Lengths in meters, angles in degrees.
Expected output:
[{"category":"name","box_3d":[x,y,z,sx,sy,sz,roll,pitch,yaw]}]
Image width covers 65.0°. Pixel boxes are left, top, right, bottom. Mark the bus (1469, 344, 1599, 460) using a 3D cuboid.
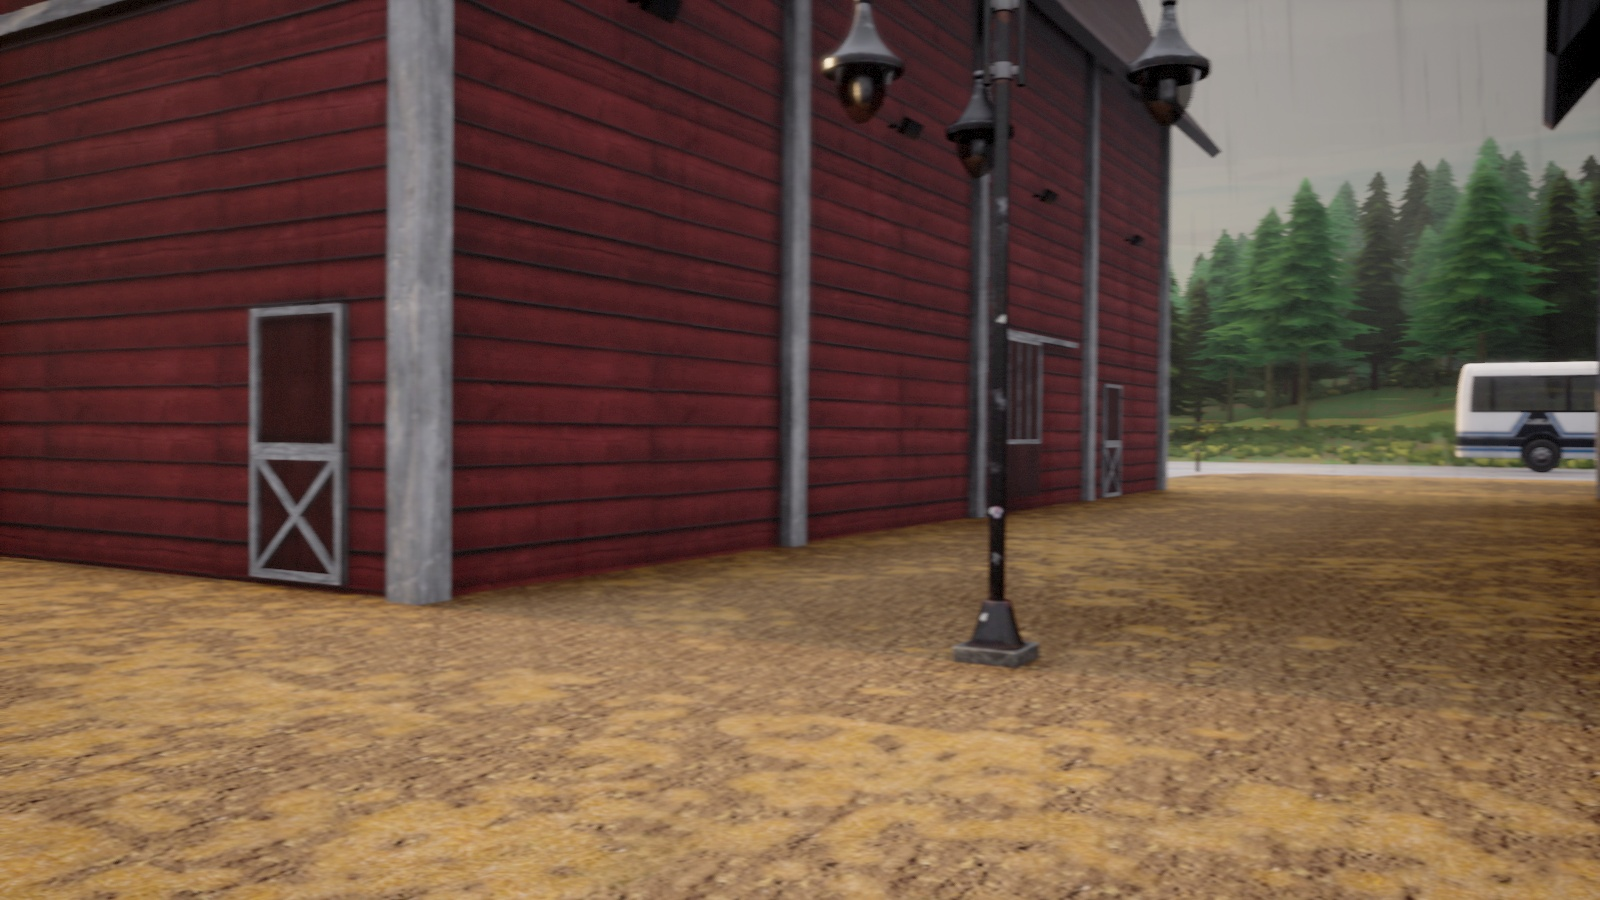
[{"category":"bus","box_3d":[31.159,-1.791,47.353,10.273,4.253,3.944,0,1,31]}]
